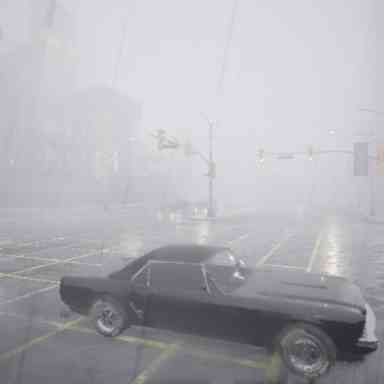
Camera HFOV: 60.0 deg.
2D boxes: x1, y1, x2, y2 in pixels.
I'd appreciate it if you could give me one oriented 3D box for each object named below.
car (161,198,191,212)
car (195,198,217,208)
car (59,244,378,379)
[{"bbox_3d":[-1.862,1.478,39.261,1.882,1.535,5.008,0,0,25],"label":"car"},{"bbox_3d":[2.092,1.601,48.679,1.895,1.301,4.718,0,0,23],"label":"car"},{"bbox_3d":[0.291,1.594,5.399,4.718,1.301,1.895,0,0,23],"label":"car"}]
